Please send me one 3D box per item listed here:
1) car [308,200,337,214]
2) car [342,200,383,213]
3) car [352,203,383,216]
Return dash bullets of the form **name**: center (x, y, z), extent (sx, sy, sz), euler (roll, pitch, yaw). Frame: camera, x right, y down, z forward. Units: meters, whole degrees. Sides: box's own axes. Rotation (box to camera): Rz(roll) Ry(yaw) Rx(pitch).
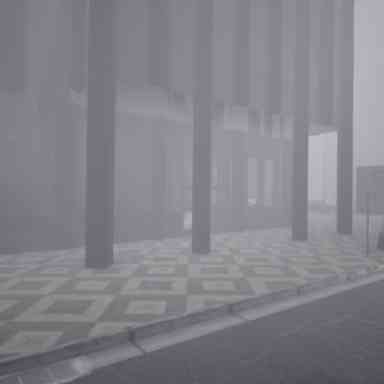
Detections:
- **car**: center (13.298, 1.481, 33.709), extent (1.887, 1.381, 4.507), euler (1, -1, -36)
- **car**: center (20.177, 1.627, 38.742), extent (2.008, 1.369, 4.403), euler (1, -1, -36)
- **car**: center (16.492, 1.474, 29.267), extent (1.752, 1.417, 4.829), euler (1, -1, -36)
